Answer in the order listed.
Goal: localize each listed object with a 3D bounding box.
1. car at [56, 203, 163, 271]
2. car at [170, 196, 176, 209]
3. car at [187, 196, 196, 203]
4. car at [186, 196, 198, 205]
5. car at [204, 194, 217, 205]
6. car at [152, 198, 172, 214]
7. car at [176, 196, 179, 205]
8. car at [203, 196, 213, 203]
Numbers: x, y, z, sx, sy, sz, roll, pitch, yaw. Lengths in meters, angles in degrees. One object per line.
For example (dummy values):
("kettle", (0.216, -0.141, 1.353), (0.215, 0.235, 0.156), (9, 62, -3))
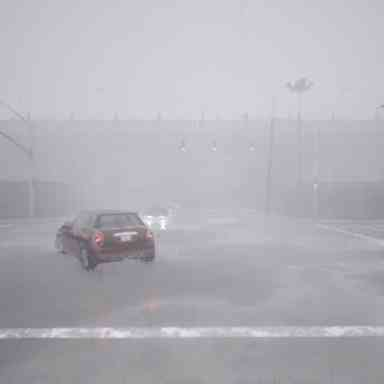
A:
("car", (-3.090, 1.352, 11.306), (2.097, 1.767, 4.553), (0, 0, -34))
("car", (-3.586, 1.627, 46.337), (1.812, 1.442, 4.674), (0, 0, 0))
("car", (-0.012, 1.635, 72.801), (1.882, 1.535, 5.008), (0, 0, 0))
("car", (-0.010, 1.489, 62.779), (2.097, 1.767, 4.553), (0, 0, 0))
("car", (3.490, 1.357, 62.104), (2.150, 2.045, 5.566), (0, 0, 0))
("car", (-3.596, 1.679, 35.931), (1.895, 1.301, 4.718), (0, 0, 0))
("car", (-3.513, 1.490, 63.627), (2.097, 1.767, 4.553), (0, 0, 0))
("car", (3.488, 1.682, 72.802), (1.812, 1.442, 4.674), (0, 0, 0))
